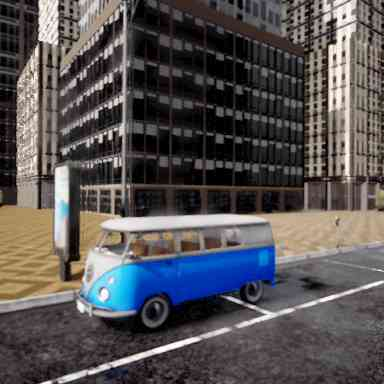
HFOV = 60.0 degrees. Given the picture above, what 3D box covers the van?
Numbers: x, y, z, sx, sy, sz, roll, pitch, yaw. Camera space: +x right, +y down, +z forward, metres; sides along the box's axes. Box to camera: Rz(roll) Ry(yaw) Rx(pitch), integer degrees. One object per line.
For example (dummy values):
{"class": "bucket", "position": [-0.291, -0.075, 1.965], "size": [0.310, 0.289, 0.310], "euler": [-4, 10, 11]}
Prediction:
{"class": "van", "position": [-0.098, 1.375, 6.650], "size": [3.998, 1.788, 1.690], "euler": [1, 0, -36]}
